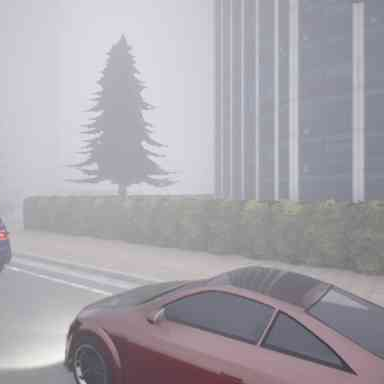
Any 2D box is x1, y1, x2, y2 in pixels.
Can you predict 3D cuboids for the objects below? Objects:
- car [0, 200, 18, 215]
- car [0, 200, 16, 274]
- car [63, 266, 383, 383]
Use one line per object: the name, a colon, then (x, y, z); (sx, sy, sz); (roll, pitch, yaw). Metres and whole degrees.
car: (-20.317, 1.578, 33.222); (1.837, 1.490, 4.892); (0, 0, 35)
car: (-7.126, 1.227, 9.046); (5.566, 2.045, 2.150); (0, 0, 35)
car: (0.491, 1.565, 3.643); (4.181, 1.385, 1.994); (0, 0, 35)
